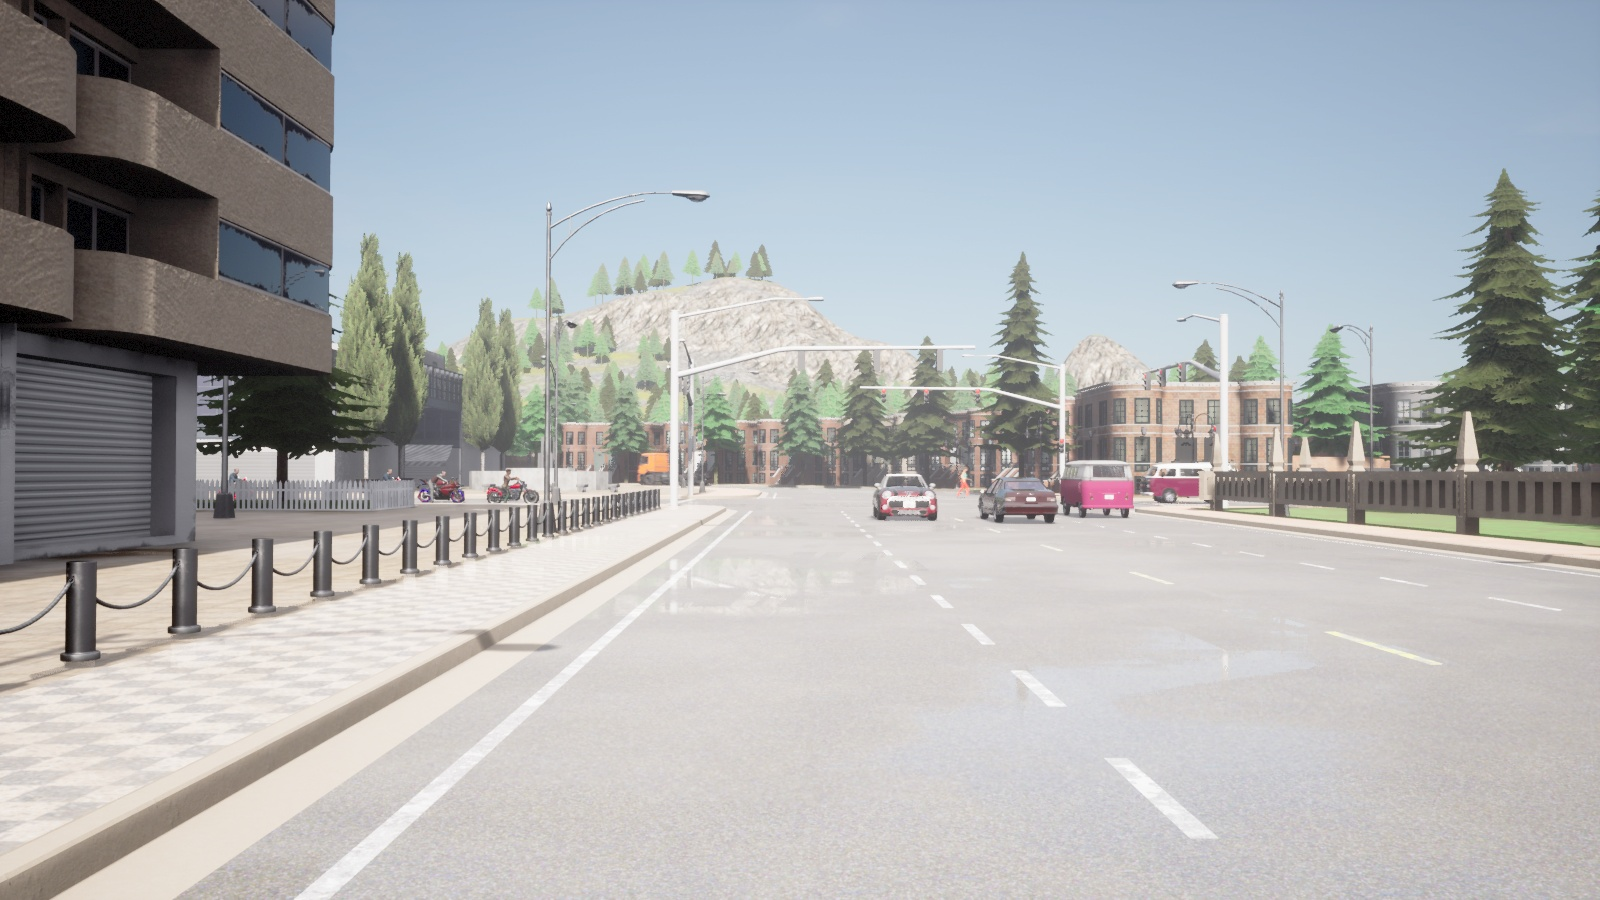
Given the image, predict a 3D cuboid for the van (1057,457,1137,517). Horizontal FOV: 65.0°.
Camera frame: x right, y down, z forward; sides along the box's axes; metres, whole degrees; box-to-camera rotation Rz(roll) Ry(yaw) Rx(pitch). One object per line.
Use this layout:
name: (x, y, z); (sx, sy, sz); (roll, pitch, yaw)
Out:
van: (10.387, 1.266, 44.219); (1.775, 1.987, 4.442); (0, -1, 0)

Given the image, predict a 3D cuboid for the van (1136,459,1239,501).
van: (19.308, 1.511, 62.689); (4.480, 2.038, 2.069); (0, -1, 0)

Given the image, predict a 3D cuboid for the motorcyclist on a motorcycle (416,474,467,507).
motorcyclist on a motorcycle: (-16.851, 1.906, 59.067); (2.191, 1.530, 0.866); (0, -1, 0)

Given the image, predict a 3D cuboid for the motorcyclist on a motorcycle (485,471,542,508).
motorcyclist on a motorcycle: (-12.683, 1.747, 55.582); (2.350, 1.649, 0.766); (0, -1, 0)

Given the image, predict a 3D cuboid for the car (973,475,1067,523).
car: (6.898, 1.504, 39.958); (2.033, 1.411, 5.357); (0, -1, 0)

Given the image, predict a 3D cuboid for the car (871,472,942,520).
car: (3.398, 1.449, 40.756); (1.970, 1.475, 3.806); (0, -1, 0)
